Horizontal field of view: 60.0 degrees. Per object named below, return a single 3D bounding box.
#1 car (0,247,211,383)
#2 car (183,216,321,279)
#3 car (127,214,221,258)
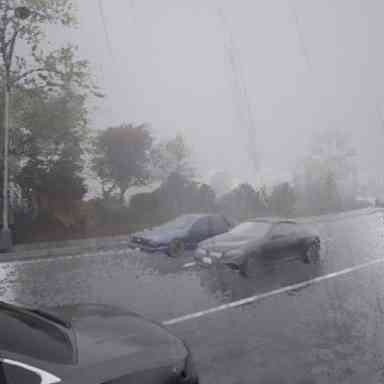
[{"bbox_3d":[-2.187,1.515,2.295,4.892,1.490,1.837,0,0,-35],"label":"car"},{"bbox_3d":[2.207,1.548,10.268,4.674,1.442,1.812,0,0,-39],"label":"car"},{"bbox_3d":[0.194,1.578,13.096,5.357,1.411,2.033,0,0,-39],"label":"car"}]
